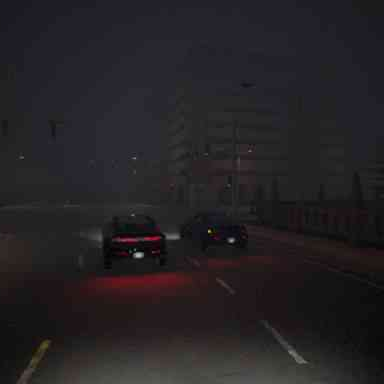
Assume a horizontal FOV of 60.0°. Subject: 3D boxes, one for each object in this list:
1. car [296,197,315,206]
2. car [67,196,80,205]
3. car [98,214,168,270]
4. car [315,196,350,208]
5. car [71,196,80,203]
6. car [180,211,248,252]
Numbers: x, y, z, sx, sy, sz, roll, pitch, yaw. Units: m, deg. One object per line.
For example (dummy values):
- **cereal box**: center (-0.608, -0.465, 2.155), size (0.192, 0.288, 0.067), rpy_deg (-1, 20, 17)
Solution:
- **car**: center (16.554, 1.485, 45.401), size (4.892, 1.490, 1.837), rpy_deg (0, 0, -18)
- **car**: center (-21.988, 1.732, 61.677), size (1.994, 1.385, 4.181), rpy_deg (0, 0, -18)
- **car**: center (-2.081, 1.510, 11.308), size (2.128, 1.511, 4.902), rpy_deg (0, 0, -16)
- **car**: center (18.616, 1.318, 42.398), size (4.553, 1.767, 2.097), rpy_deg (0, 0, -18)
- **car**: center (-26.942, 1.733, 76.947), size (1.812, 1.442, 4.674), rpy_deg (0, 0, -18)
- **car**: center (0.786, 1.529, 14.016), size (1.812, 1.442, 4.674), rpy_deg (0, 0, -16)
